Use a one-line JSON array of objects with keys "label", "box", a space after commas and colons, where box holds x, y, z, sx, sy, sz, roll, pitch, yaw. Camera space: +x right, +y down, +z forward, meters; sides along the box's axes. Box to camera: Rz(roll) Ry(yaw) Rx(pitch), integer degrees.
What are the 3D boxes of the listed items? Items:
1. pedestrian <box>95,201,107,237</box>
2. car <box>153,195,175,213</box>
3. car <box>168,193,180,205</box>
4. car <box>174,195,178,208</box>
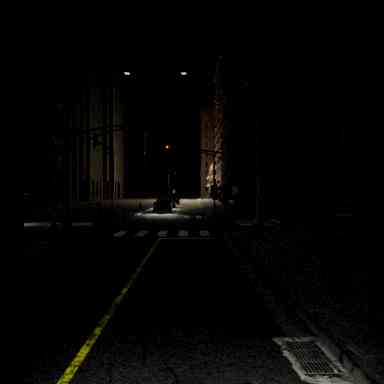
[{"label": "pedestrian", "box": [-4.608, 1.294, 16.579, 0.375, 1.860, 0.375, 0, 0, 0]}, {"label": "car", "box": [-3.274, 1.479, 37.812, 1.882, 1.535, 5.008, 0, 0, 0]}, {"label": "car", "box": [-3.355, 1.226, 58.717, 2.150, 2.045, 5.566, 0, 0, 0]}, {"label": "car", "box": [-3.321, 1.528, 47.775, 1.812, 1.442, 4.674, 0, 0, 0]}]
